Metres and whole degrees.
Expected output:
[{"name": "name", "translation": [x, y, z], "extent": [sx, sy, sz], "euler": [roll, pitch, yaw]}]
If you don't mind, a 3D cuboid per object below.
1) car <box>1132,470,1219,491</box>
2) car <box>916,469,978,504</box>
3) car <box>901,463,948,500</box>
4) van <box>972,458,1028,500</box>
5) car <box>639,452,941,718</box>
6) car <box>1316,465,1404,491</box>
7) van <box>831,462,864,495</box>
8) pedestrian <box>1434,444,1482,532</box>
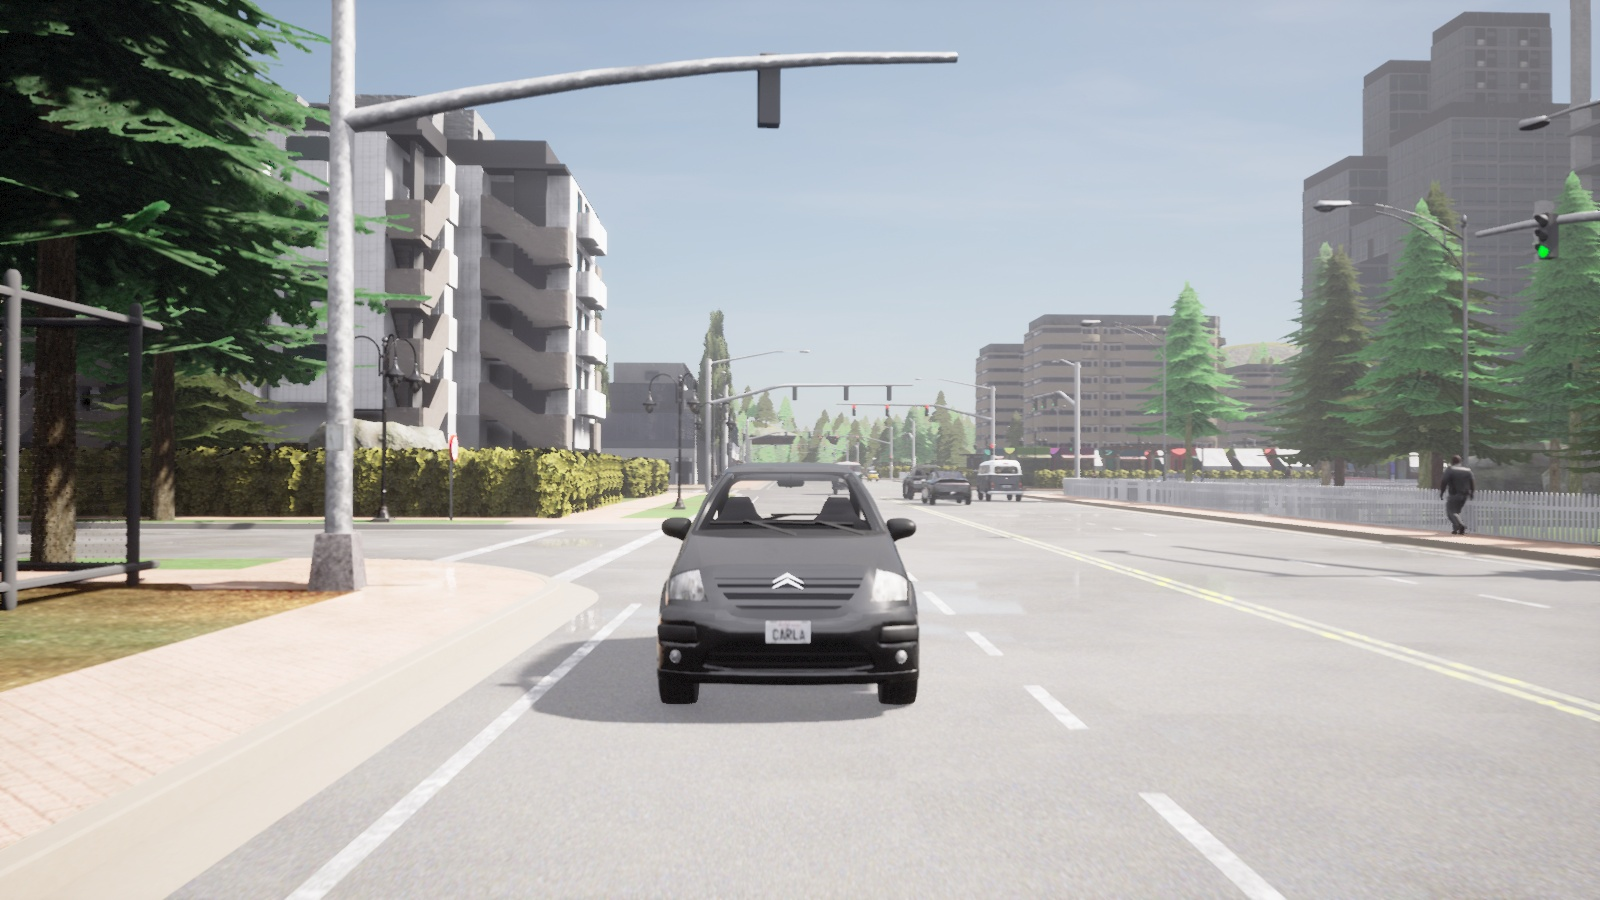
[{"name": "car", "translation": [25.697, 2.059, 86.033], "extent": [5.357, 1.411, 2.033], "euler": [0, -1, -2]}, {"name": "car", "translation": [6.544, 1.597, 56.352], "extent": [2.128, 1.511, 4.902], "euler": [0, -1, -1]}, {"name": "car", "translation": [6.465, 1.598, 65.573], "extent": [1.932, 1.855, 4.605], "euler": [0, -1, 0]}, {"name": "van", "translation": [9.987, 1.451, 63.005], "extent": [2.069, 2.038, 4.480], "euler": [0, -1, -1]}, {"name": "car", "translation": [-0.078, 0.858, 9.708], "extent": [1.851, 1.617, 3.988], "euler": [0, -1, 0]}, {"name": "car", "translation": [36.929, 1.847, 82.910], "extent": [4.856, 1.649, 2.033], "euler": [0, -1, -2]}, {"name": "van", "translation": [2.875, 1.717, 76.615], "extent": [1.775, 1.987, 4.442], "euler": [0, -1, 0]}, {"name": "pedestrian", "translation": [14.299, 0.826, 27.309], "extent": [0.563, 1.883, 0.849], "euler": [0, -1, 0]}]
